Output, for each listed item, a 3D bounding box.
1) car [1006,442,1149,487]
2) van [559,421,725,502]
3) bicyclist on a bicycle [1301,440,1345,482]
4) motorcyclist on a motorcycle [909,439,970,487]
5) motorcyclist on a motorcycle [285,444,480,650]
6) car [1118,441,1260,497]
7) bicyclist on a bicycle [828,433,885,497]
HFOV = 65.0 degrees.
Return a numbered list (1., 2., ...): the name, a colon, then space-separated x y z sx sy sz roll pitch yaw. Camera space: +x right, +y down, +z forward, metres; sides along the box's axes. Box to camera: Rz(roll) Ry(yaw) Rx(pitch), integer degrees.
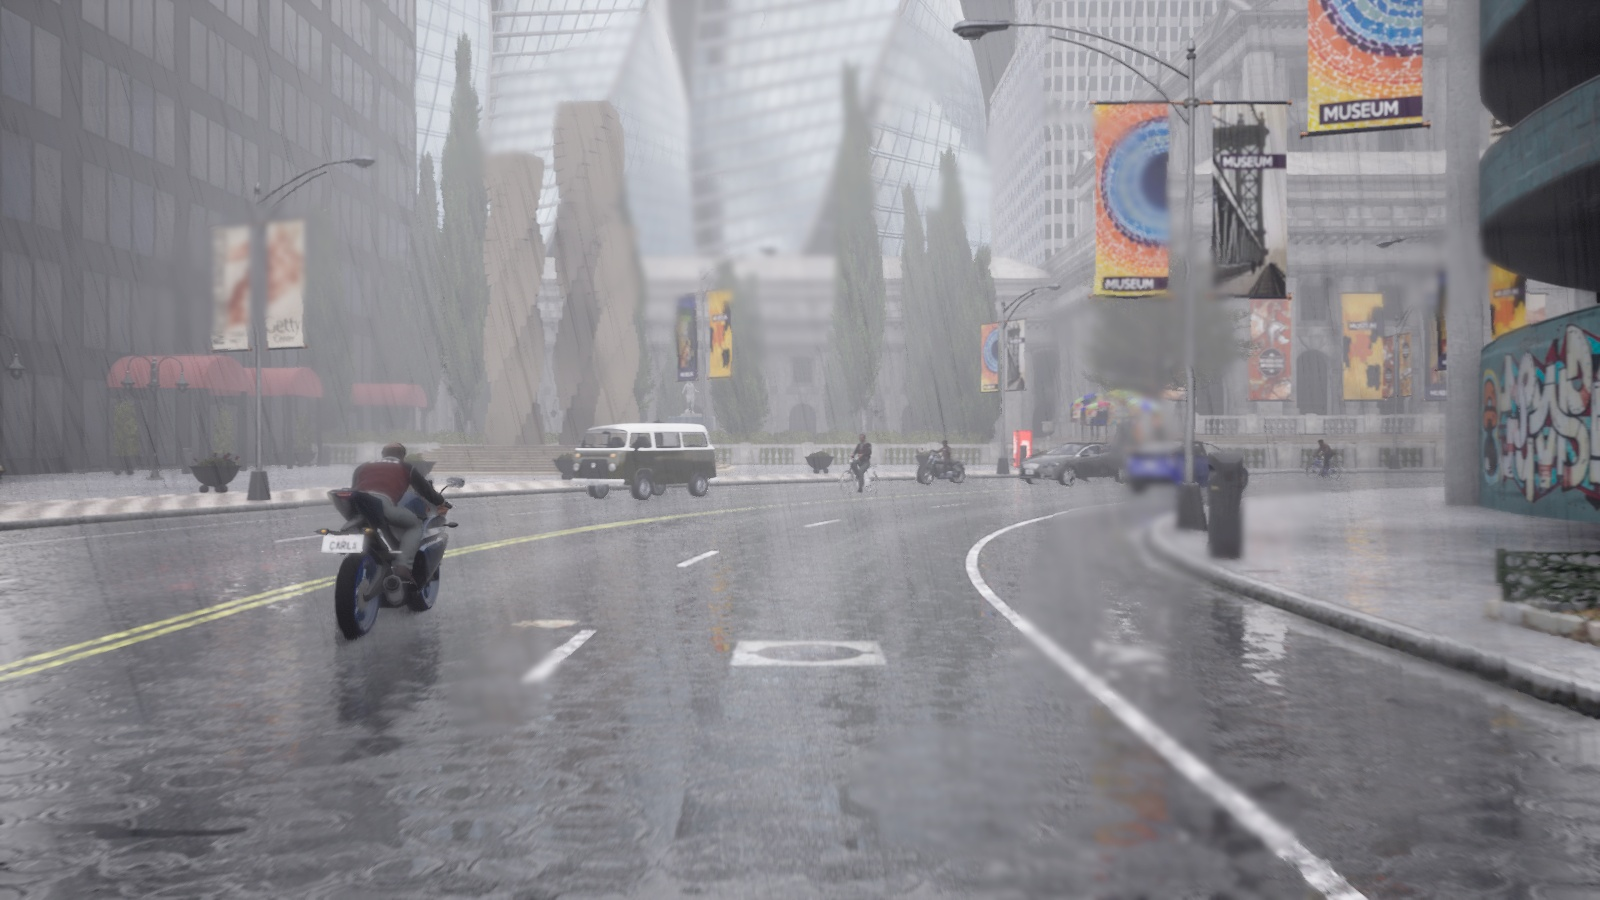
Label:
1. car: 9.795 0.462 44.182 4.902 1.511 2.128 0 0 -35
2. van: -4.163 0.276 33.800 2.069 2.038 4.480 0 0 32
3. bicyclist on a bicycle: 20.807 0.435 49.946 1.656 1.620 0.582 0 1 -19
4. motorcyclist on a motorcycle: 4.985 0.448 44.816 2.350 1.649 0.766 0 1 -40
5. motorcyclist on a motorcycle: -3.396 0.720 10.475 0.866 1.530 2.191 0 0 1
6. car: 11.314 0.497 36.369 4.514 1.525 2.007 0 0 -44
7. bicyclist on a bicycle: 1.634 0.415 36.098 0.659 1.776 1.843 1 0 38
